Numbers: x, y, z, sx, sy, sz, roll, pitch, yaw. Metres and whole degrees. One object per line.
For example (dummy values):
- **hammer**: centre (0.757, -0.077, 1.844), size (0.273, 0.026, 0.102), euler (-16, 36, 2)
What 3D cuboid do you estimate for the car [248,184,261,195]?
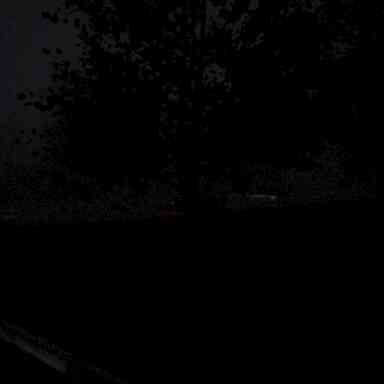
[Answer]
- **car**: centre (10.021, -0.490, 47.242), size (5.008, 1.535, 1.882), euler (-2, 3, -27)

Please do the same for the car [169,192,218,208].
- **car**: centre (0.243, 0.665, 28.826), size (4.674, 1.442, 1.812), euler (-2, 3, -36)

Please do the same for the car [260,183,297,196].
- **car**: centre (11.897, -0.326, 44.277), size (4.674, 1.442, 1.812), euler (-2, 3, -27)
